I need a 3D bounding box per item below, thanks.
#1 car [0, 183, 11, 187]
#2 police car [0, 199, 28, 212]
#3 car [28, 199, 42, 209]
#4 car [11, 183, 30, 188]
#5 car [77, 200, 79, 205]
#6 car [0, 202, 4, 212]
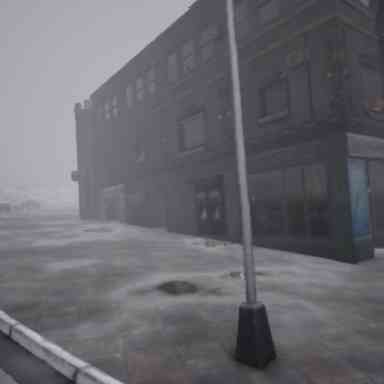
[{"bbox_3d":[-45.358,-1.365,76.817,2.097,1.535,5.008,-5,-3,23],"label":"car"},{"bbox_3d":[-22.896,1.686,41.560,1.930,1.638,5.238,-3,0,-5],"label":"police car"},{"bbox_3d":[-23.118,1.792,47.173,1.837,1.490,4.892,-4,0,1],"label":"car"},{"bbox_3d":[-43.310,-1.336,81.949,2.185,1.767,4.553,-5,-3,22],"label":"car"},{"bbox_3d":[-20.750,1.799,66.307,1.837,1.490,4.892,-5,-2,24],"label":"car"},{"bbox_3d":[-27.553,2.103,44.471,2.033,1.411,5.357,-4,0,-2],"label":"car"}]
